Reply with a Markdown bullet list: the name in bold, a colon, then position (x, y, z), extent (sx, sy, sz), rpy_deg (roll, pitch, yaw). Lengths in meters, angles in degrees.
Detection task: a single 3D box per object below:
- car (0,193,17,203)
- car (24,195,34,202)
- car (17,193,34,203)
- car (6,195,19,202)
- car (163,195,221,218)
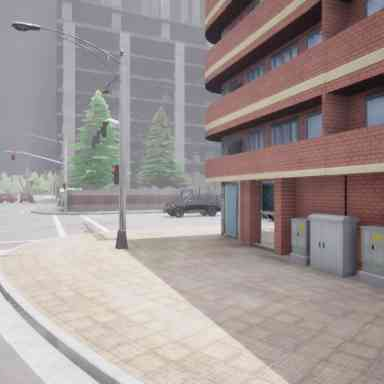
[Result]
- **car**: position (-38.004, 1.225, 68.432), extent (2.150, 2.045, 5.566), rpy_deg (0, 0, -23)
- **car**: position (-38.768, 1.524, 79.205), extent (1.812, 1.442, 4.674), rpy_deg (0, 0, -23)
- **car**: position (-34.638, 1.225, 69.458), extent (2.150, 2.045, 5.566), rpy_deg (0, 0, -23)
- **car**: position (-42.153, 1.539, 78.223), extent (2.033, 1.411, 5.357), rpy_deg (0, 0, -23)
- **car**: position (0.117, 1.277, 31.313), extent (5.566, 2.045, 2.150), rpy_deg (0, 0, -23)
